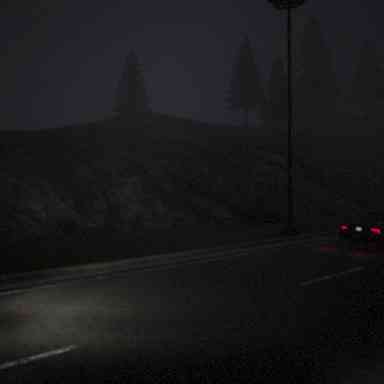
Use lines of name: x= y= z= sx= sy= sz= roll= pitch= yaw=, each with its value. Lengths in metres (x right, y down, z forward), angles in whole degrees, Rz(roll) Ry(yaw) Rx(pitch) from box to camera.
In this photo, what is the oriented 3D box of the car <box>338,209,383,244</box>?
car: x=8.404 y=1.456 z=14.187 sx=5.357 sy=1.411 sz=2.033 roll=0 pitch=0 yaw=-36
